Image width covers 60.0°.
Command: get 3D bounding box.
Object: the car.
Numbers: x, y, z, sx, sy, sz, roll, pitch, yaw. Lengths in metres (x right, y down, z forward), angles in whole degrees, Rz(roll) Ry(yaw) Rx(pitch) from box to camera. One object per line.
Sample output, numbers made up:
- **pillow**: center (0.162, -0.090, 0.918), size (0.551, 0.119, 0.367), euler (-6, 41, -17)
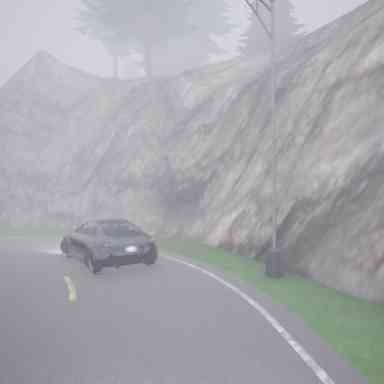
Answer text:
- **car**: center (-2.804, 1.553, 10.849), size (1.994, 1.385, 4.181), euler (-1, 0, -34)
